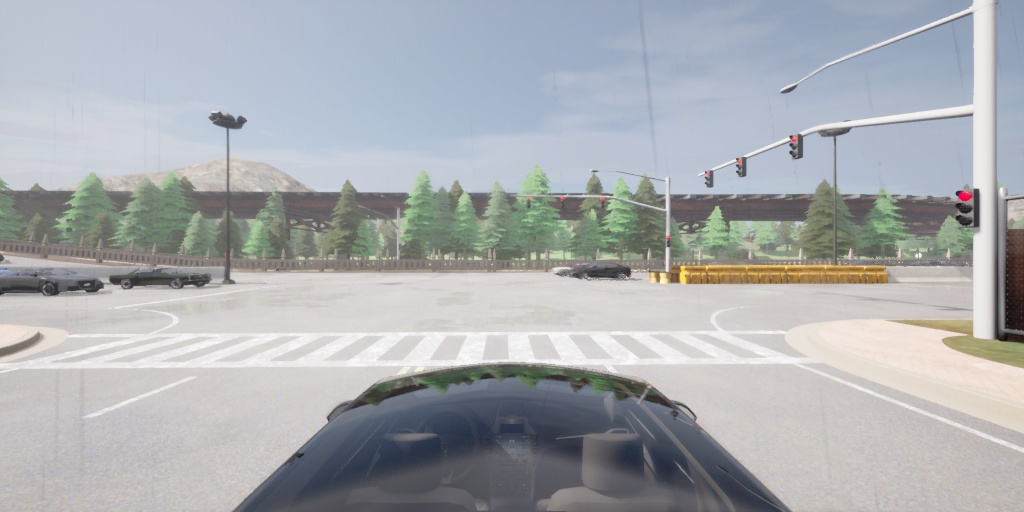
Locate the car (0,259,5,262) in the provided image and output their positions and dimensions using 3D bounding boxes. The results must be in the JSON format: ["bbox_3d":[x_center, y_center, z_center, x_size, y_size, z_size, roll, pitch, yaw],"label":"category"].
[{"bbox_3d":[-32.693,1.120,21.773,5.008,1.535,1.882,1,0,-2],"label":"car"}]

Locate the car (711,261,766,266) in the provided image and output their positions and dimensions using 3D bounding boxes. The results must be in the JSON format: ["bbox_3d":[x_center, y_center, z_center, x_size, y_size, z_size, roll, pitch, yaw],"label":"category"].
[{"bbox_3d":[22.194,1.227,34.183,5.008,1.535,1.882,0,0,-2],"label":"car"}]

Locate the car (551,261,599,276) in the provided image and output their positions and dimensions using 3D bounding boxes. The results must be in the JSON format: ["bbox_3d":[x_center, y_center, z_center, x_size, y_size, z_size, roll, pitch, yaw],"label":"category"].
[{"bbox_3d":[6.467,1.275,37.194,4.674,1.442,1.812,0,0,-2],"label":"car"}]

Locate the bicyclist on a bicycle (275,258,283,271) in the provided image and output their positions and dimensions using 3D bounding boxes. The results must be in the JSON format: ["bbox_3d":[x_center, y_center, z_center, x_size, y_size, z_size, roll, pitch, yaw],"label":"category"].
[{"bbox_3d":[-28.458,1.041,43.894,0.582,1.620,1.656,0,0,-2],"label":"bicyclist on a bicycle"}]

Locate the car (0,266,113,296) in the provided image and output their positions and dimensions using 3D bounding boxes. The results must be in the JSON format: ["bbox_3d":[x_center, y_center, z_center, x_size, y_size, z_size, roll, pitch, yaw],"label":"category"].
[{"bbox_3d":[-24.024,1.305,18.537,4.181,1.385,1.994,0,0,-2],"label":"car"}]

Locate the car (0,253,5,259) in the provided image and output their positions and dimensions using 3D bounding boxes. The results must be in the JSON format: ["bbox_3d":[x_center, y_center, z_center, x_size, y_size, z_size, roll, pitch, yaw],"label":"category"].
[{"bbox_3d":[-53.090,-0.220,35.325,4.181,1.385,1.994,7,0,-1],"label":"car"}]

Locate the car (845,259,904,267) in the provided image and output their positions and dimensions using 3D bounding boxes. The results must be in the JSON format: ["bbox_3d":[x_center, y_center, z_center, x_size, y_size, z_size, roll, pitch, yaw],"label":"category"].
[{"bbox_3d":[30.241,1.102,30.931,4.553,1.767,2.097,0,0,-2],"label":"car"}]

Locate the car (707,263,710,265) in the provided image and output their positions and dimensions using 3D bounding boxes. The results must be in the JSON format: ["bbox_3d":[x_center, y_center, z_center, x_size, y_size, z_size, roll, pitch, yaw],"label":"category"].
[{"bbox_3d":[21.804,1.297,37.673,5.357,1.411,2.033,0,0,-2],"label":"car"}]

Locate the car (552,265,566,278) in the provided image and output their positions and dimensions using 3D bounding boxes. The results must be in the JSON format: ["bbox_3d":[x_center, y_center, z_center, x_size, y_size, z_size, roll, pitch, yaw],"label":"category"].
[{"bbox_3d":[6.261,1.351,33.686,4.718,1.301,1.895,0,0,-2],"label":"car"}]

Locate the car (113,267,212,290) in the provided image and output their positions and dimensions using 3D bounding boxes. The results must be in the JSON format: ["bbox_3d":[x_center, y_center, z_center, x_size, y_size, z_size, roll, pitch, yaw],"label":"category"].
[{"bbox_3d":[-21.484,1.345,22.115,4.718,1.301,1.895,0,0,-2],"label":"car"}]

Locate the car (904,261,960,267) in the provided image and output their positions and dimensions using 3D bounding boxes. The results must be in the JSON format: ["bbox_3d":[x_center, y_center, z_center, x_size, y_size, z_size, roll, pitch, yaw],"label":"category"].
[{"bbox_3d":[39.606,1.254,34.712,4.892,1.490,1.837,0,0,-2],"label":"car"}]

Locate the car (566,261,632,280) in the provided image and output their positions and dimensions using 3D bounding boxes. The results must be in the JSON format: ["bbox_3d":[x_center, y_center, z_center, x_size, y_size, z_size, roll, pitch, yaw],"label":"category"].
[{"bbox_3d":[7.474,1.227,30.223,5.008,1.535,1.882,0,0,-2],"label":"car"}]
